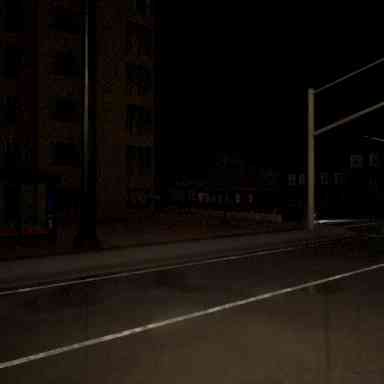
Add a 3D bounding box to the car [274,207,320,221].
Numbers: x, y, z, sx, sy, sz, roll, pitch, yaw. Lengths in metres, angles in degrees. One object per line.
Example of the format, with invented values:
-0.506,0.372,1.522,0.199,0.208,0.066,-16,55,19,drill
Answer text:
9.656,2.052,30.988,1.994,1.385,4.181,0,-4,-36,car
